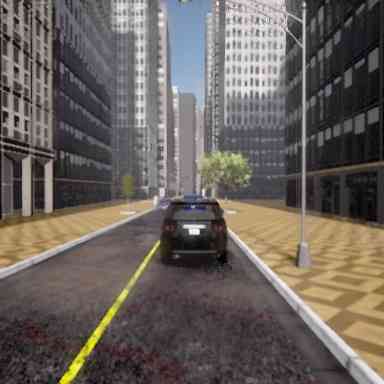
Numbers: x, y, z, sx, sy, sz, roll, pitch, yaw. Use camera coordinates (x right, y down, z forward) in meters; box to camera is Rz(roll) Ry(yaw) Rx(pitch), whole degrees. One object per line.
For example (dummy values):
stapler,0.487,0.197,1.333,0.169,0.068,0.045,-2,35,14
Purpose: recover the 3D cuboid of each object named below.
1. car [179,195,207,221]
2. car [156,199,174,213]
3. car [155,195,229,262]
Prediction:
car,0.086,1.254,28.509,2.150,2.045,5.566,0,0,0
car,-3.097,1.577,38.880,1.812,1.442,4.674,0,0,0
car,0.077,1.235,12.321,2.150,2.045,5.566,0,0,0
